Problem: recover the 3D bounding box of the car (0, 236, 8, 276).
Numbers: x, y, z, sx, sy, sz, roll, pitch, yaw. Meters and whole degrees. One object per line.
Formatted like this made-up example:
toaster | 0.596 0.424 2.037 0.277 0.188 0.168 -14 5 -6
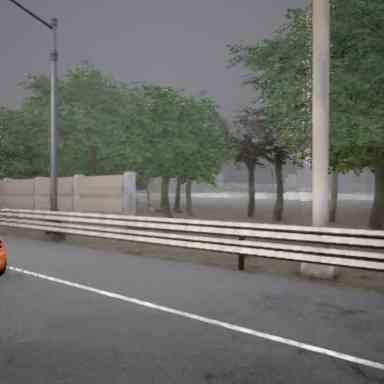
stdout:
car | -7.020 1.357 9.023 4.553 1.767 2.097 0 0 36
